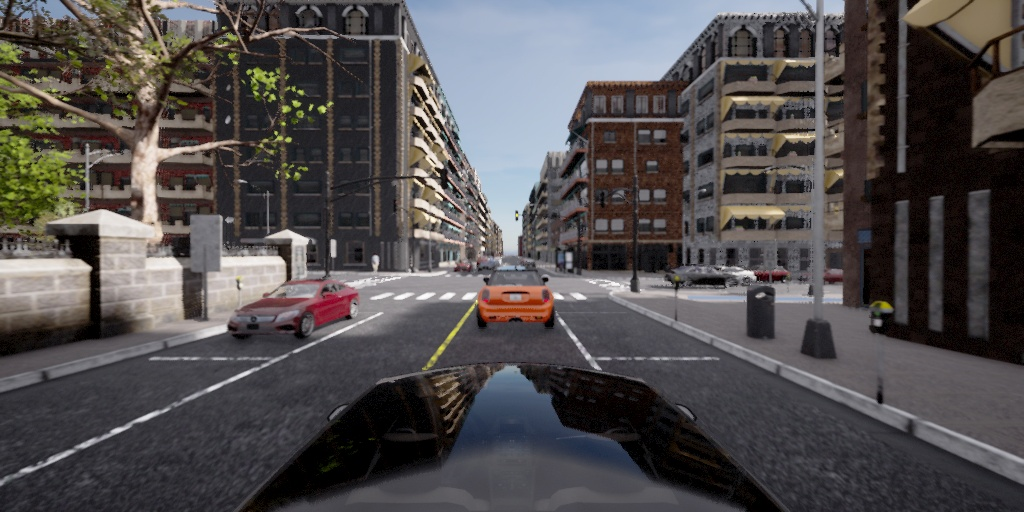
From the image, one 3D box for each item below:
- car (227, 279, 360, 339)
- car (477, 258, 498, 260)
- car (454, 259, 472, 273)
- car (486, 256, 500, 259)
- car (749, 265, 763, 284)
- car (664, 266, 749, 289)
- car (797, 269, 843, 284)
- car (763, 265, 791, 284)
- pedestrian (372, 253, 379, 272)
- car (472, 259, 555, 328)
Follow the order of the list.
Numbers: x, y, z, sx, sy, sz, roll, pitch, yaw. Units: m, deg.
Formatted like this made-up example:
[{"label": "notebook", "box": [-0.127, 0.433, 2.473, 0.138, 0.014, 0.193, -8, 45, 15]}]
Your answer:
[{"label": "car", "box": [-5.690, 1.316, 9.973, 1.802, 1.307, 4.207, 0, 0, 0]}, {"label": "car", "box": [-3.095, 1.233, 44.037, 1.994, 1.385, 4.181, 0, 0, 0]}, {"label": "car", "box": [-5.695, 1.112, 42.384, 1.967, 1.591, 4.097, 0, 0, 0]}, {"label": "car", "box": [-3.068, 1.206, 58.906, 1.994, 1.385, 4.181, 0, 0, 0]}, {"label": "car", "box": [16.579, 1.536, 28.203, 4.674, 1.442, 1.812, 1, 0, -1]}, {"label": "car", "box": [13.198, 1.466, 24.998, 4.902, 1.511, 2.128, 1, 0, -1]}, {"label": "car", "box": [27.049, 1.759, 30.895, 4.207, 1.307, 1.802, 0, 0, -1]}, {"label": "car", "box": [21.376, 1.517, 30.826, 4.097, 1.591, 1.967, 0, 0, -1]}, {"label": "pedestrian", "box": [-12.717, 0.592, 33.373, 0.375, 1.860, 0.375, 0, -1, -1]}, {"label": "car", "box": [0.123, 1.084, 11.413, 2.097, 1.767, 4.553, 0, 0, 1]}]
